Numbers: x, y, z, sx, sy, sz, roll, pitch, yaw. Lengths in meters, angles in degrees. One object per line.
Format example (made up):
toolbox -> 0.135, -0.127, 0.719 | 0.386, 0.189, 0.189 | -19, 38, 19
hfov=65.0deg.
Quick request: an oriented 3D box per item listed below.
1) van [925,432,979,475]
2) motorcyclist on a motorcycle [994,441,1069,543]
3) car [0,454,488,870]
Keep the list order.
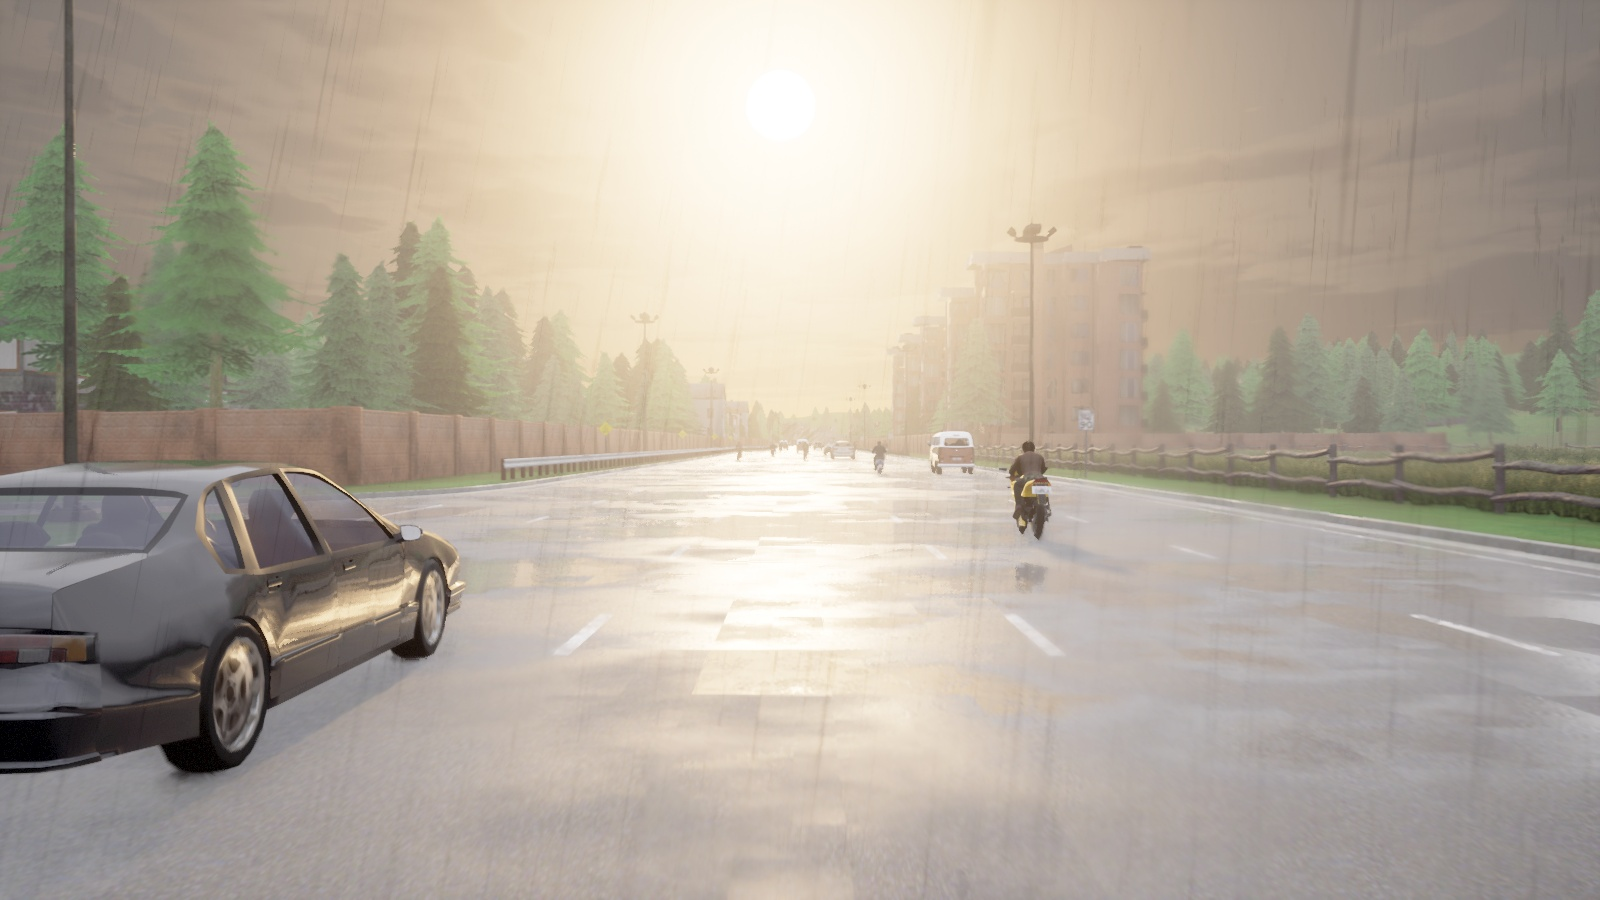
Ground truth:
van -> 7.310, 0.137, 60.655 | 2.069, 2.038, 4.480 | 0, 1, 0
motorcyclist on a motorcycle -> 3.614, 0.620, 19.749 | 0.797, 1.523, 2.044 | 0, 0, 0
car -> -3.450, 0.751, 7.080 | 2.033, 1.411, 5.357 | 0, 0, 0
